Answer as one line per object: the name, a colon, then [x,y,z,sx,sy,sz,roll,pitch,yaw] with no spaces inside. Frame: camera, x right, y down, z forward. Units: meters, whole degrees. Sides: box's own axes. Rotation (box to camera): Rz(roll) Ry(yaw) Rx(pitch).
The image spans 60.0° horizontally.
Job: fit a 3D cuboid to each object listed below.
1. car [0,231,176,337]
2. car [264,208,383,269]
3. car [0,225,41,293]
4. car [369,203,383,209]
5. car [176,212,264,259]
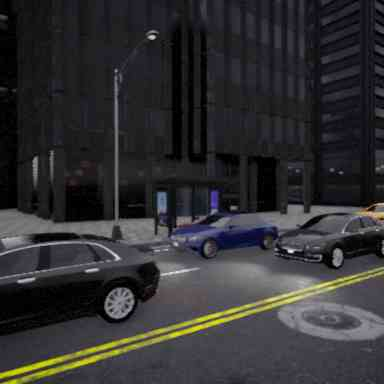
car: [-2.884,1.503,5.612,4.892,1.490,1.837,0,0,-35]
car: [4.859,1.476,11.137,4.892,1.490,1.837,0,0,-36]
car: [-6.069,1.603,7.366,4.718,1.301,1.895,0,0,-35]
car: [11.602,1.421,19.932,5.008,1.535,1.882,-1,0,-35]
car: [1.358,1.502,12.620,4.674,1.442,1.812,0,0,-35]
